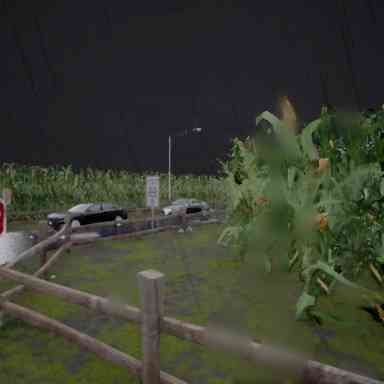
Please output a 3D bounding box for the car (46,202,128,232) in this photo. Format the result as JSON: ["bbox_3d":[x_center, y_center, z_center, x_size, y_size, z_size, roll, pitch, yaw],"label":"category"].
[{"bbox_3d":[-6.059,1.362,19.659,1.882,1.535,5.008,0,1,36],"label":"car"}]

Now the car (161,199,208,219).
[{"bbox_3d":[-0.515,1.313,27.407,2.128,1.511,4.902,0,1,36],"label":"car"}]

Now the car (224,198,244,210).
[{"bbox_3d":[5.299,1.111,35.538,2.097,1.767,4.553,0,1,36],"label":"car"}]
